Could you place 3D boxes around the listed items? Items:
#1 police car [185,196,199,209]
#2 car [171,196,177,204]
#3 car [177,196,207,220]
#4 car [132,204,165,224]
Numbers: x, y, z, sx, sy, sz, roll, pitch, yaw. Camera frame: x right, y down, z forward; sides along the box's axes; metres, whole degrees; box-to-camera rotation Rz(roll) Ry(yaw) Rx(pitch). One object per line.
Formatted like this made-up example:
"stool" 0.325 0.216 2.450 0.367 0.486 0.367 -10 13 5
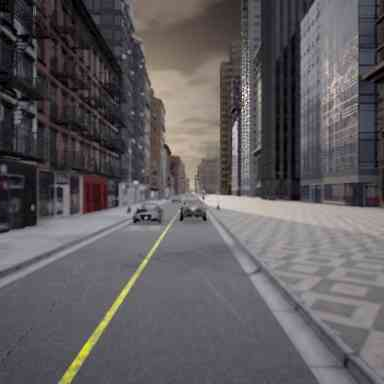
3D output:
"police car" 0.040 1.401 46.116 1.930 1.638 5.238 0 0 1
"car" -3.019 1.510 64.753 2.033 1.411 5.357 0 0 0
"car" 0.093 1.337 27.663 2.097 1.767 4.553 0 0 0
"car" -3.098 1.548 24.372 1.994 1.385 4.181 0 0 0
